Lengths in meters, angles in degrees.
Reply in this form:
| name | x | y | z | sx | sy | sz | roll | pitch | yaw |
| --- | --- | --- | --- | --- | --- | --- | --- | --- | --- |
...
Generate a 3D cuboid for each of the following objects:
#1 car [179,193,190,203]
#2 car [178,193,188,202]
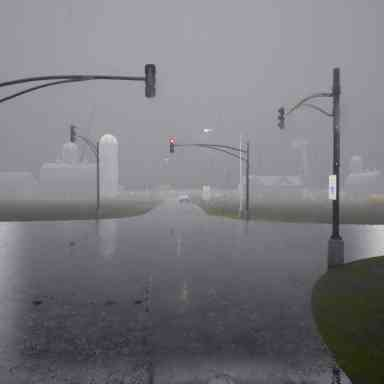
| name | x | y | z | sx | sy | sz | roll | pitch | yaw |
| --- | --- | --- | --- | --- | --- | --- | --- | --- | --- |
| car | -1.513 | 1.553 | 69.886 | 1.812 | 1.442 | 4.674 | 0 | 0 | -3 |
| car | -2.097 | 1.189 | 79.920 | 2.150 | 2.045 | 5.566 | 0 | 0 | -4 |
